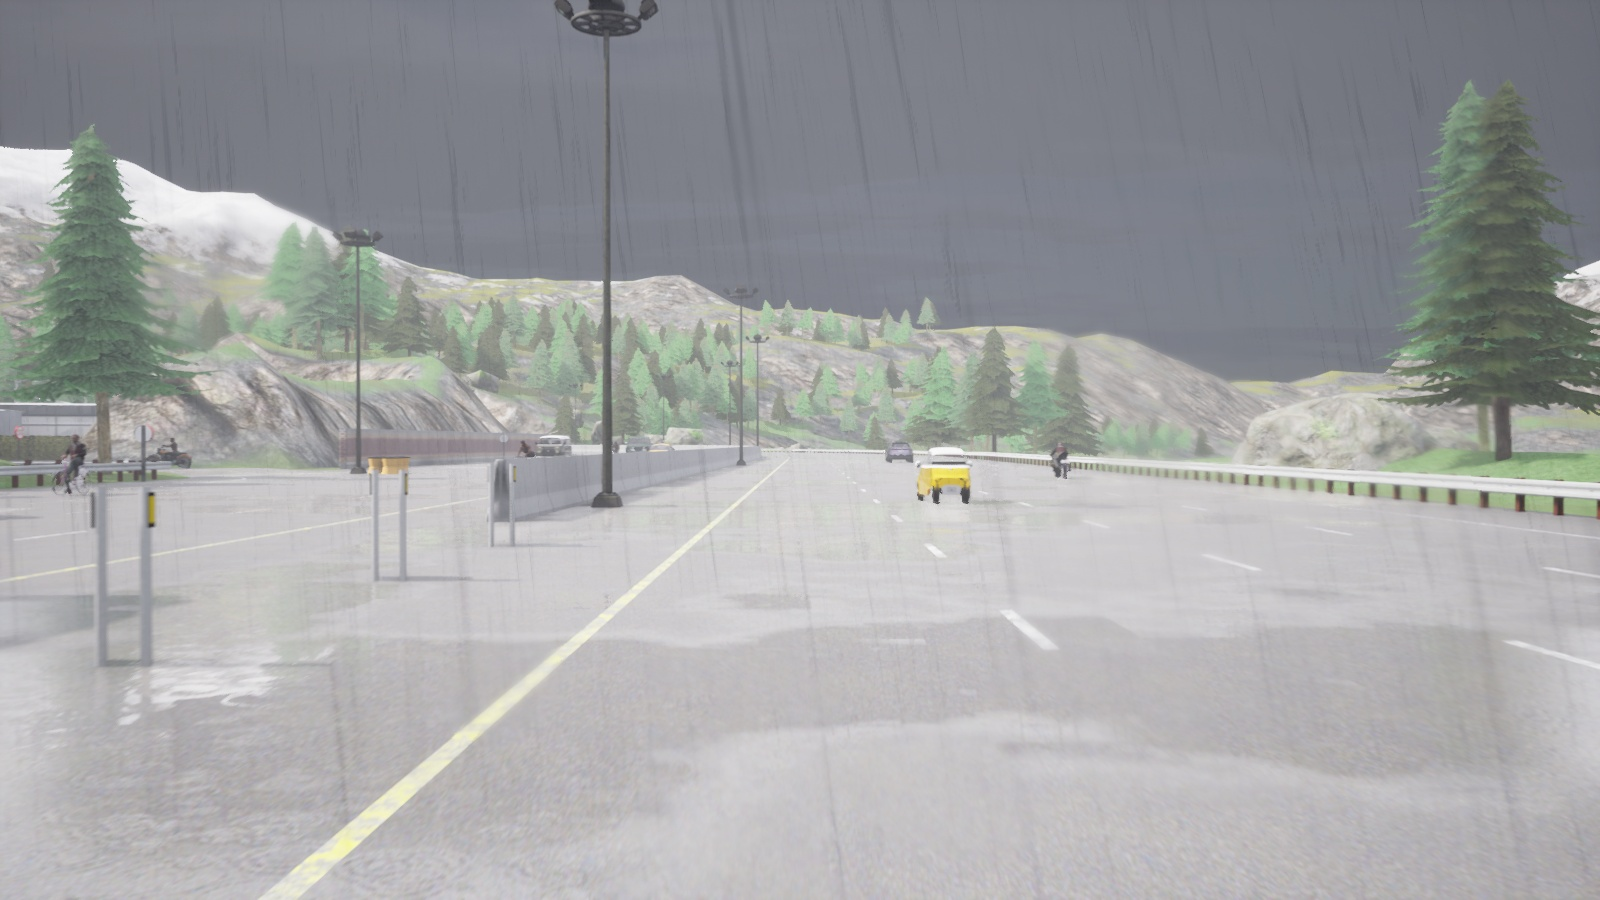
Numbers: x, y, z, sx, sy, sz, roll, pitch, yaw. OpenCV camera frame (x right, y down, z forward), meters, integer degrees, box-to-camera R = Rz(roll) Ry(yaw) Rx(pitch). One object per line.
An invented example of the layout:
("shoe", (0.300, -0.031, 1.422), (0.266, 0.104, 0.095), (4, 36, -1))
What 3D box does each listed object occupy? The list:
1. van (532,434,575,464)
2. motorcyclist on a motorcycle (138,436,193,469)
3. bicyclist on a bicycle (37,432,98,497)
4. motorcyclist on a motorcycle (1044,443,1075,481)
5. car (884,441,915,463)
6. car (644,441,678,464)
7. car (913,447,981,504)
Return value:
("van", (-16.986, -0.032, 86.713), (2.069, 2.038, 4.480), (0, 0, 0))
("motorcyclist on a motorcycle", (-31.845, 0.116, 63.052), (2.350, 1.649, 0.766), (0, 0, 0))
("bicyclist on a bicycle", (-20.780, 0.398, 35.655), (0.659, 1.776, 1.843), (0, 0, 0))
("motorcyclist on a motorcycle", (10.816, 0.492, 52.363), (0.866, 1.530, 2.191), (0, 0, 0))
("car", (7.569, 0.135, 96.284), (2.033, 1.649, 4.856), (0, 0, 0))
("car", (-9.974, 0.164, 90.278), (1.801, 1.575, 5.366), (0, 0, 1))
("car", (3.698, 0.623, 31.815), (1.481, 1.376, 2.207), (0, 1, 0))
